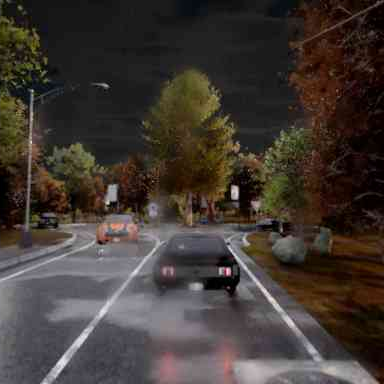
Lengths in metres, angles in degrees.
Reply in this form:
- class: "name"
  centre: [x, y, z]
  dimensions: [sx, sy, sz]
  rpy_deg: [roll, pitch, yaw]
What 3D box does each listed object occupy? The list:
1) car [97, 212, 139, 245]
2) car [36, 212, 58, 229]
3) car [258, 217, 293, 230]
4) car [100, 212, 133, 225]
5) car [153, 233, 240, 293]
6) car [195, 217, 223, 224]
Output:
- class: "car"
  centre: [-4.161, 2.000, 19.218]
  dimensions: [2.097, 1.767, 4.553]
  rpy_deg: [0, -3, -9]
- class: "car"
  centre: [-18.006, 3.492, 41.315]
  dimensions: [2.150, 2.045, 5.566]
  rpy_deg: [1, -4, -25]
- class: "car"
  centre: [9.663, 3.588, 38.233]
  dimensions: [2.033, 1.411, 5.357]
  rpy_deg: [-4, -6, 42]
- class: "car"
  centre: [-13.912, 4.861, 61.305]
  dimensions: [5.566, 2.045, 2.150]
  rpy_deg: [1, -5, -37]
- class: "car"
  centre: [0.129, 1.789, 9.271]
  dimensions: [1.895, 1.301, 4.718]
  rpy_deg: [0, -2, 1]
- class: "car"
  centre: [3.228, 5.512, 63.951]
  dimensions: [5.357, 1.411, 2.033]
  rpy_deg: [-1, -4, 22]
